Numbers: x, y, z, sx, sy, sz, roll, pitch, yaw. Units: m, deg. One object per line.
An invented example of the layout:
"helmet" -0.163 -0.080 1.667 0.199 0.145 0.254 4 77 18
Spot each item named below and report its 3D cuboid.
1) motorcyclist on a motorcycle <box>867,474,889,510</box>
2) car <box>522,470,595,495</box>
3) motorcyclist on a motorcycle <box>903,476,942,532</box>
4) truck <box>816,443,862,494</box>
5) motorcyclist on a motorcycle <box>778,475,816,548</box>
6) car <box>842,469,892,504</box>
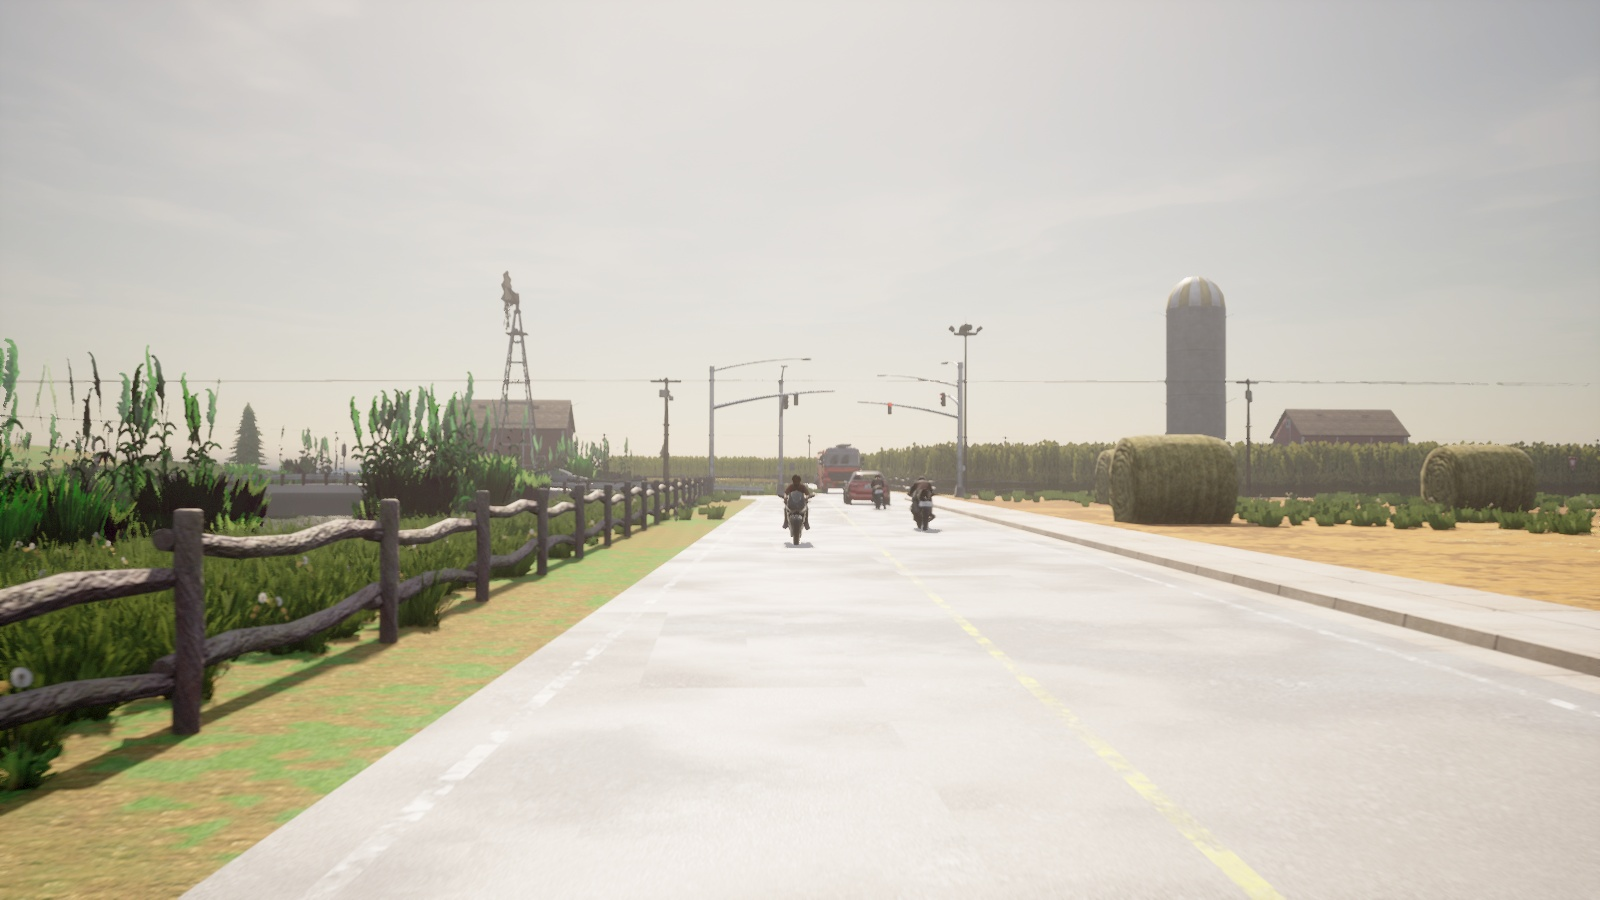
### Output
"motorcyclist on a motorcycle" 3.367 1.787 54.314 0.797 1.523 2.044 0 -1 0
"car" -15.356 2.042 79.918 4.181 1.385 1.994 2 -1 3
"motorcyclist on a motorcycle" 3.414 1.487 35.182 0.866 1.530 2.191 0 -1 0
"truck" 3.012 1.487 98.296 2.891 3.827 8.468 0 -1 -3
"motorcyclist on a motorcycle" -0.067 1.303 27.309 0.797 1.523 2.044 0 -1 0
"car" 3.348 1.814 63.253 2.242 1.667 4.611 0 -1 0
